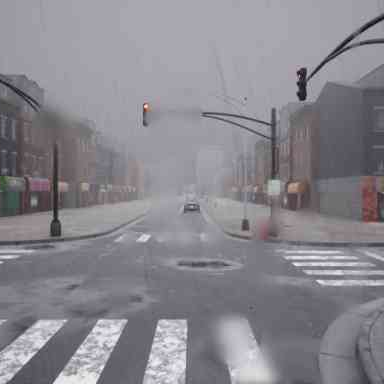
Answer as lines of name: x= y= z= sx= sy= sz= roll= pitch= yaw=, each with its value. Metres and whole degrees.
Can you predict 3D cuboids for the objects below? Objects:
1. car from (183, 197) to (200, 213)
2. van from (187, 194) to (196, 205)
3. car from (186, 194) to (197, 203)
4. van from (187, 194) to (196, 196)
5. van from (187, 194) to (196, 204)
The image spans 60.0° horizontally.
car: x=-0.016 y=1.565 z=36.720 sx=1.947 sy=1.339 sz=4.313 roll=0 pitch=0 yaw=0
van: x=-0.099 y=1.345 z=59.142 sx=1.690 sy=1.788 sz=3.998 roll=0 pitch=0 yaw=0
car: x=-0.140 y=1.328 z=70.353 sx=2.192 sy=1.841 sz=5.009 roll=0 pitch=0 yaw=0
van: x=-0.078 y=1.342 z=53.537 sx=1.690 sy=1.788 sz=3.998 roll=0 pitch=0 yaw=0
van: x=-0.119 y=1.349 z=64.748 sx=1.690 sy=1.788 sz=3.998 roll=0 pitch=0 yaw=0
